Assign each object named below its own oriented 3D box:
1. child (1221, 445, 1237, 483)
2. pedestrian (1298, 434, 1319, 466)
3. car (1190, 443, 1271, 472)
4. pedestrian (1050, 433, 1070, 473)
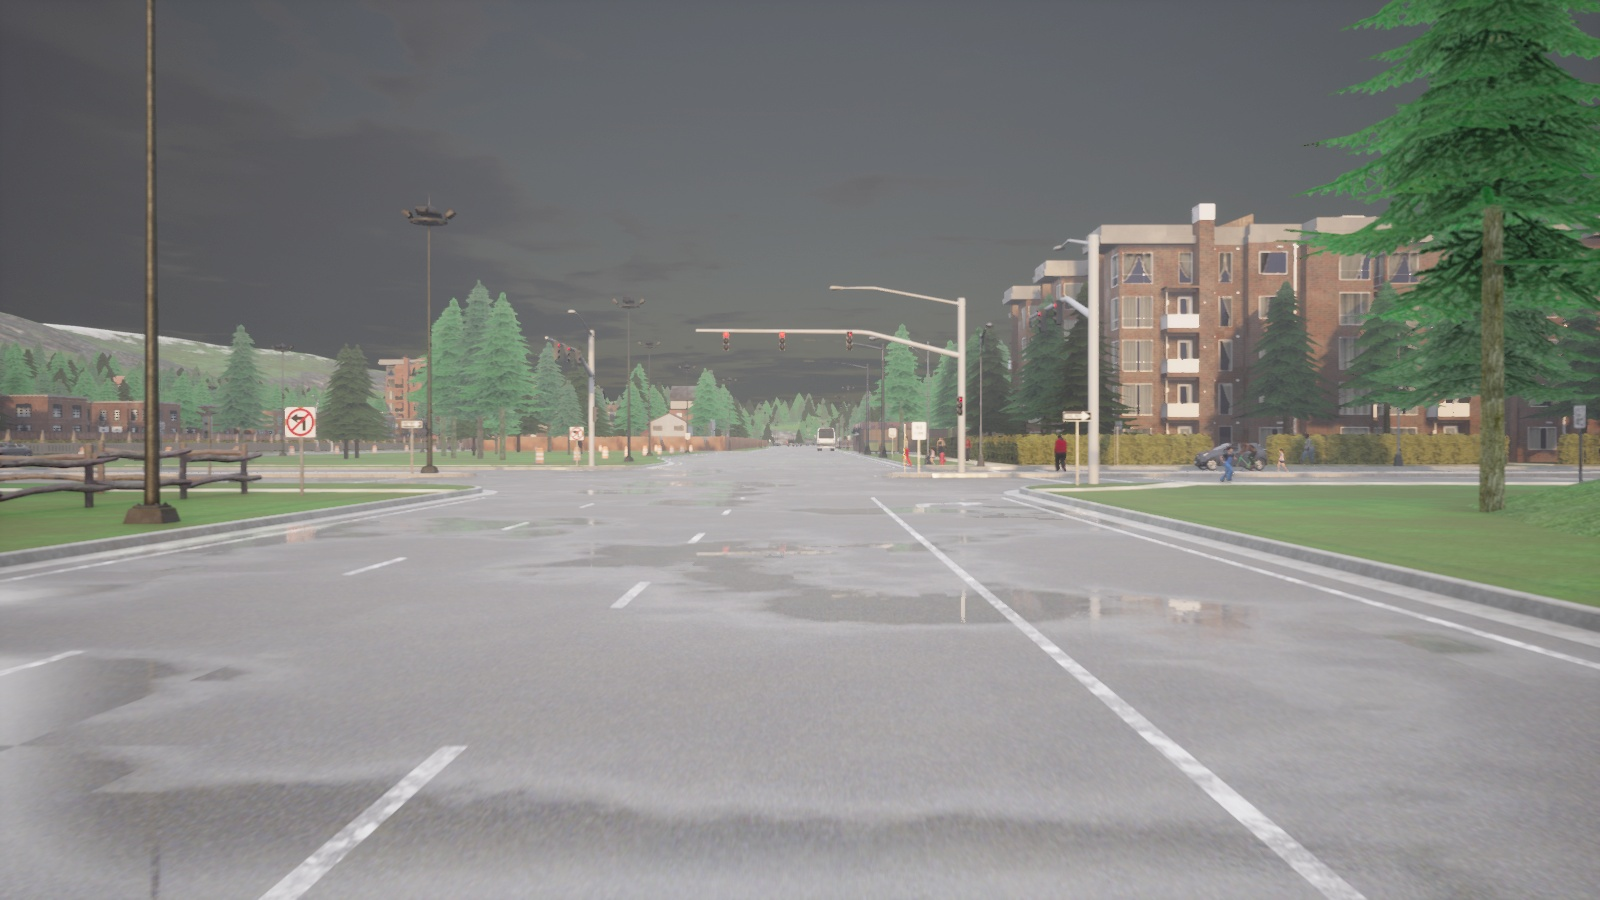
[{"bbox_3d":[14.235,0.452,41.661,0.437,1.263,0.270,0,0,44],"label":"child"},{"bbox_3d":[29.778,-0.005,73.561,0.900,1.855,0.874,0,0,5],"label":"pedestrian"},{"bbox_3d":[22.864,0.402,66.769,3.633,1.501,1.845,0,0,0],"label":"car"},{"bbox_3d":[12.101,0.114,58.390,0.634,1.844,0.899,0,0,-8],"label":"pedestrian"}]
